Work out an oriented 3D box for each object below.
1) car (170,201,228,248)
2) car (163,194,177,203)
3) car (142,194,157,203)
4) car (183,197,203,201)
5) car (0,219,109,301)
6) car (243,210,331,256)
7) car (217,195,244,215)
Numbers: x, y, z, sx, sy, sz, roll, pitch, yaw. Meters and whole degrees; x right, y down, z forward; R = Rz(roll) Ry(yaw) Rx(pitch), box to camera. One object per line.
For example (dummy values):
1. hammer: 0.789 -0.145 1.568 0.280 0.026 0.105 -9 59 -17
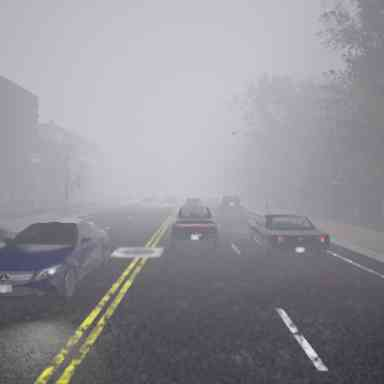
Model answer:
1. car: 0.095 1.347 13.943 2.128 1.511 4.902 0 1 0
2. car: -3.334 1.039 50.780 1.994 1.385 4.181 0 1 0
3. car: -6.587 1.029 51.655 1.994 1.385 4.181 0 1 0
4. car: 0.087 1.201 31.412 1.812 1.442 4.674 0 1 0
5. car: -3.354 1.439 8.250 1.812 1.442 4.674 0 1 0
6. car: 3.344 1.471 12.485 1.895 1.301 4.718 0 1 0
7. car: 3.338 1.041 30.069 2.097 1.767 4.553 0 1 0
